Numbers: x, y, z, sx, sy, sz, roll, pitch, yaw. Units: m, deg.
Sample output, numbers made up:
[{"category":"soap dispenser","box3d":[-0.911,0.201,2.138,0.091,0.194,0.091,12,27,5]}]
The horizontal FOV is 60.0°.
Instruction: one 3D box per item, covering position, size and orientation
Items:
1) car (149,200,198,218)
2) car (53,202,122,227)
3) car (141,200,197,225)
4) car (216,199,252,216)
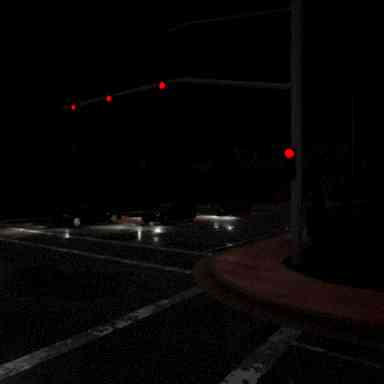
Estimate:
[{"category":"car","box3d":[-1.610,1.504,30.788,1.837,1.490,4.892,0,0,36]},{"category":"car","box3d":[-7.133,1.477,23.067,1.882,1.535,5.008,0,0,36]},{"category":"car","box3d":[-1.619,1.477,24.764,1.882,1.535,5.008,0,0,36]},{"category":"car","box3d":[4.232,1.504,32.910,1.837,1.490,4.892,0,0,36]}]
